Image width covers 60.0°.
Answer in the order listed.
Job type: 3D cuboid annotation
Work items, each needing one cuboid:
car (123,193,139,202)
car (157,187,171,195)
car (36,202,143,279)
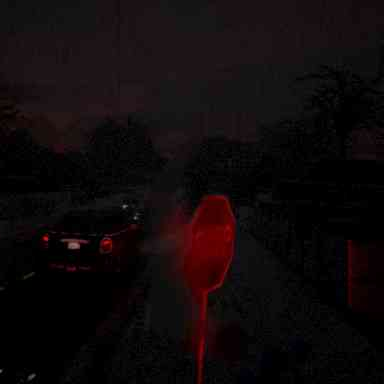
[{"bbox_3d":[-8.250,0.904,45.233,1.812,1.442,4.674,3,1,-7],"label":"car"},{"bbox_3d":[-7.510,-0.350,84.717,2.150,2.045,5.566,3,2,1],"label":"car"},{"bbox_3d":[-2.877,1.362,10.463,2.097,1.767,4.553,3,0,2],"label":"car"}]
